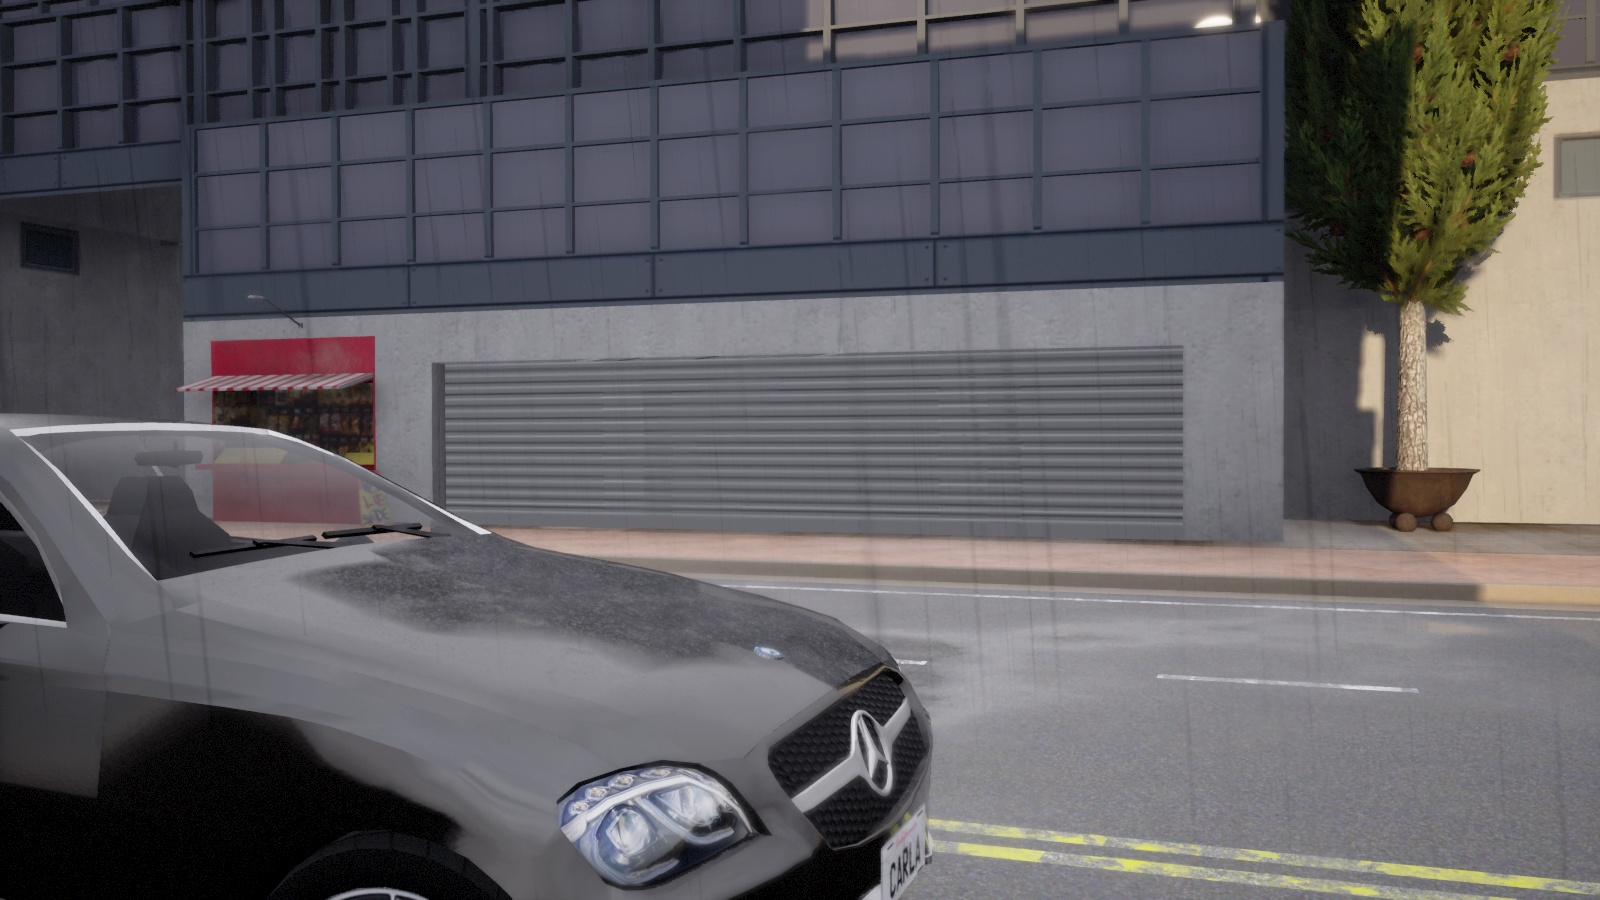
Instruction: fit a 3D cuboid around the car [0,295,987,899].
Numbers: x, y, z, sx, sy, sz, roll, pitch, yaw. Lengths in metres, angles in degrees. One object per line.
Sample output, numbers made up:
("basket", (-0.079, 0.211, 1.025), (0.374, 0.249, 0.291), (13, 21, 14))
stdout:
("car", (-2.120, 0.535, 3.904), (5.027, 1.651, 2.152), (1, 1, 19))
